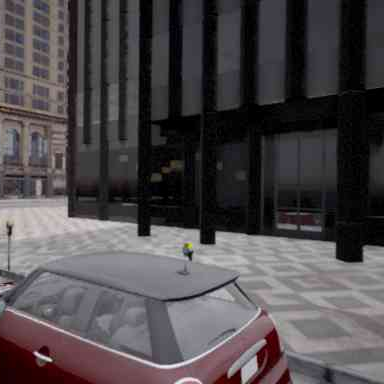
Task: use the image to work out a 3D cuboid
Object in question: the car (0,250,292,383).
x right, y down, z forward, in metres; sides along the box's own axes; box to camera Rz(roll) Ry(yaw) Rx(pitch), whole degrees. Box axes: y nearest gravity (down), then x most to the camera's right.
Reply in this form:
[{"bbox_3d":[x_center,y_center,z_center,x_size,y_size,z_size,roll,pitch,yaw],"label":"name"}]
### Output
[{"bbox_3d":[-1.126,1.408,3.761,4.097,1.590,1.967,1,1,35],"label":"car"}]
